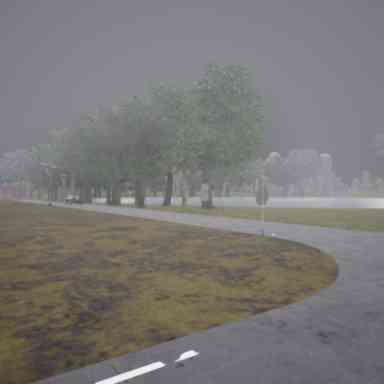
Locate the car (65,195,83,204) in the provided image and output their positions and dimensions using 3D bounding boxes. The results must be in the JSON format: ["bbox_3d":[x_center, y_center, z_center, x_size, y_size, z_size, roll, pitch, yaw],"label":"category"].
[{"bbox_3d":[-21.109,1.279,59.217,2.097,1.767,4.553,1,-1,-35],"label":"car"}]
